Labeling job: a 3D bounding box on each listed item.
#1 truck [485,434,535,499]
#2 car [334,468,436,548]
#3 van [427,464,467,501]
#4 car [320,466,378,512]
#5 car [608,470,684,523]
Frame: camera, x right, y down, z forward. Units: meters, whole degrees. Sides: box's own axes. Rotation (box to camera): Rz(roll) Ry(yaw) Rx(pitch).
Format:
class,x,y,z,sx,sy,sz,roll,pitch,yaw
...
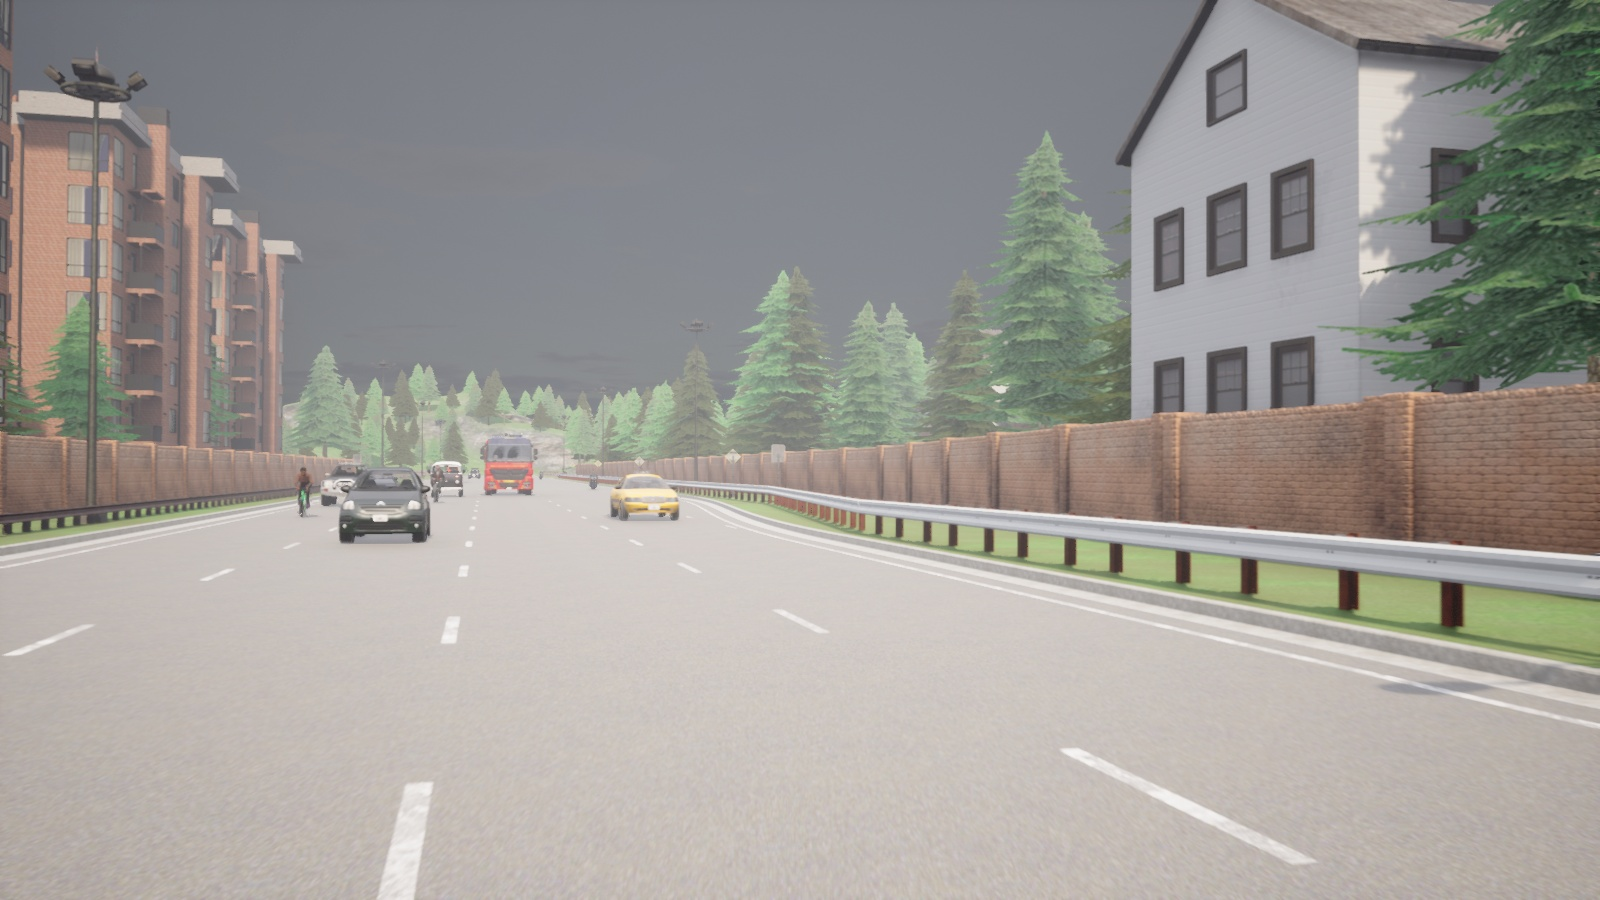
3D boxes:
class,x,y,z,sx,sy,sz,roll,pitch,yaw
truck,-18.196,1.036,78.405,2.891,3.827,8.468,0,-1,-14
car,-9.031,1.211,27.590,1.851,1.617,3.988,0,-1,-14
van,-20.192,1.825,71.989,2.069,2.038,4.480,0,-1,-14
car,-19.173,1.604,53.556,1.932,1.855,4.605,0,-1,-15
car,-5.023,1.450,40.356,1.801,1.575,5.366,0,-1,-14
